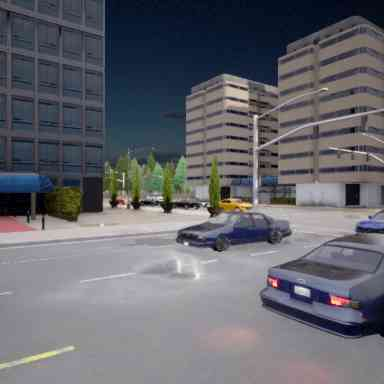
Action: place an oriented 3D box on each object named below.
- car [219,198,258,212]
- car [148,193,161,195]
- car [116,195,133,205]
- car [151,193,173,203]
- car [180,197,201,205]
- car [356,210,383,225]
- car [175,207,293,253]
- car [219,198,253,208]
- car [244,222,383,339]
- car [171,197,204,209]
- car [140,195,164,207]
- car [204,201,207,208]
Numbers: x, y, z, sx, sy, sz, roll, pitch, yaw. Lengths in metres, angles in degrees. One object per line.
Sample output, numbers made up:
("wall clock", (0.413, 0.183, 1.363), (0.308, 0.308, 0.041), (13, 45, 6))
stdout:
("car", (5.566, 1.505, 40.497), (1.837, 1.490, 4.892), (0, 0, -35))
("car", (-5.810, 1.221, 56.766), (2.150, 2.045, 5.566), (0, 0, -34))
("car", (-12.002, 1.352, 59.555), (2.097, 1.767, 4.553), (0, 0, -35))
("car", (-6.341, 1.223, 69.995), (2.150, 2.045, 5.566), (0, 0, -35))
("car", (-0.323, 1.564, 61.452), (1.994, 1.385, 4.181), (0, 0, -35))
("car", (9.287, 1.477, 14.947), (5.008, 1.535, 1.882), (0, 0, -36))
("car", (1.945, 1.547, 13.997), (5.357, 1.411, 2.033), (0, 0, -36))
("car", (4.467, 1.478, 35.964), (1.882, 1.535, 5.008), (0, 0, -35))
("car", (3.719, 1.547, 6.473), (5.357, 1.411, 2.033), (0, 0, -35))
("car", (-0.893, 1.601, 43.619), (1.895, 1.301, 4.718), (0, 0, -35))
("car", (-6.165, 1.601, 51.152), (1.895, 1.301, 4.718), (0, 0, -35))
("car", (0.254, 1.491, 48.083), (2.128, 1.511, 4.902), (0, 0, -35))
